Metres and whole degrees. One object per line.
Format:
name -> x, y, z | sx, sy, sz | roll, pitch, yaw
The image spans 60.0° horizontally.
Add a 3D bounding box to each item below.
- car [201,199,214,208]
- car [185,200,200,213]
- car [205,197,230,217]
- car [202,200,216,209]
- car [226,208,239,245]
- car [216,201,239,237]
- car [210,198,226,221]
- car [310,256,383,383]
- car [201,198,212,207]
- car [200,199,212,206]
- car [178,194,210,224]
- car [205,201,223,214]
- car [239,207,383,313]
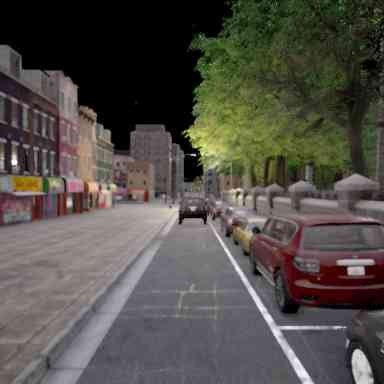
car -> 2.614, 1.936, 56.745 | 2.008, 1.369, 4.403 | -1, -1, 0
car -> 0.088, 1.767, 42.479 | 1.837, 1.490, 4.892 | 0, -1, 0
car -> 2.613, 1.521, 34.947 | 2.192, 1.841, 5.009 | -1, 0, 0
car -> 2.616, 1.902, 51.295 | 1.947, 1.339, 4.313 | -1, -1, 0
car -> 2.622, 1.593, 13.314 | 1.752, 1.417, 4.829 | -1, 0, 0
car -> 2.619, 1.538, 18.596 | 1.967, 1.590, 4.097 | -1, 0, 0
car -> 2.617, 1.607, 29.496 | 1.967, 1.590, 4.097 | -1, 0, 0
car -> 2.624, 1.561, 2.245 | 2.008, 1.369, 4.403 | -1, 0, 0
car -> 2.665, 1.958, 61.907 | 1.752, 1.417, 4.829 | -1, -1, 0
car -> 2.641, 2.002, 63.880 | 2.008, 1.369, 4.403 | -1, -1, 0
car -> 0.080, 1.369, 26.631 | 2.150, 2.045, 5.566 | 0, 0, 0
car -> 2.618, 1.829, 40.395 | 1.802, 1.307, 4.206 | -1, 0, 0
car -> 2.618, 1.353, 7.695 | 2.192, 1.841, 5.009 | -1, 0, 0
